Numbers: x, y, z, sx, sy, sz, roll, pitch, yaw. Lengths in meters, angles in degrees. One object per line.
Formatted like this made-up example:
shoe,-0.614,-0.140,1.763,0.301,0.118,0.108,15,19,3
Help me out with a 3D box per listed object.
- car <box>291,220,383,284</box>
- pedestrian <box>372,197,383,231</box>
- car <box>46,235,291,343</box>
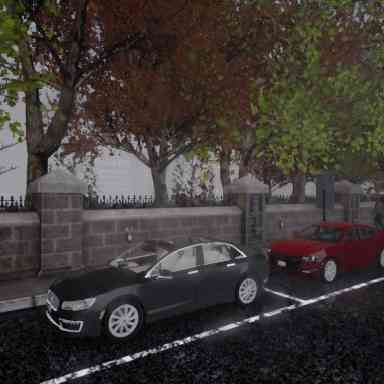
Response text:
car,4.080,1.546,9.626,4.507,1.381,1.887,0,0,-36
pedestrian,9.793,1.146,17.445,0.375,1.860,0.375,0,0,-36
car,-0.400,1.551,6.367,4.403,1.369,2.008,0,0,-36
